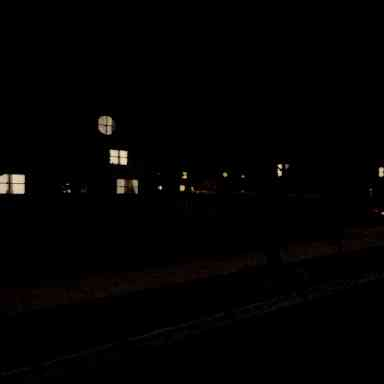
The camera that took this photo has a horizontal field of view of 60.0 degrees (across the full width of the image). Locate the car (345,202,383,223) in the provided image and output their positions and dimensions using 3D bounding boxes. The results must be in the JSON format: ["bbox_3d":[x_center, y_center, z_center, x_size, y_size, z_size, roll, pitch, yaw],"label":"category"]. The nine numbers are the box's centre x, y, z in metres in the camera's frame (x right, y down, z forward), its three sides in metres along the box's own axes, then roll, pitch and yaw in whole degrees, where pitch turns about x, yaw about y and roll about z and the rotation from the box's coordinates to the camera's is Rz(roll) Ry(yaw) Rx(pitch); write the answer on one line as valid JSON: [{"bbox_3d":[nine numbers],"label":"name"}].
[{"bbox_3d":[11.806,1.383,24.236,1.994,1.385,4.181,1,1,-36],"label":"car"}]
